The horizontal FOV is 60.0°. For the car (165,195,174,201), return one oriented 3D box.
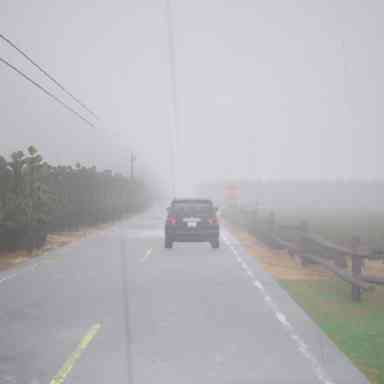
[{"bbox_3d":[-5.708,1.464,83.157,1.882,1.535,5.008,0,0,0],"label":"car"}]

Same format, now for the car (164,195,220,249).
[{"bbox_3d":[0.000,1.255,14.680,2.150,2.045,5.566,0,0,0],"label":"car"}]

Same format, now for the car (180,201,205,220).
[{"bbox_3d":[0.000,1.561,29.653,2.033,1.411,5.357,0,0,0],"label":"car"}]
